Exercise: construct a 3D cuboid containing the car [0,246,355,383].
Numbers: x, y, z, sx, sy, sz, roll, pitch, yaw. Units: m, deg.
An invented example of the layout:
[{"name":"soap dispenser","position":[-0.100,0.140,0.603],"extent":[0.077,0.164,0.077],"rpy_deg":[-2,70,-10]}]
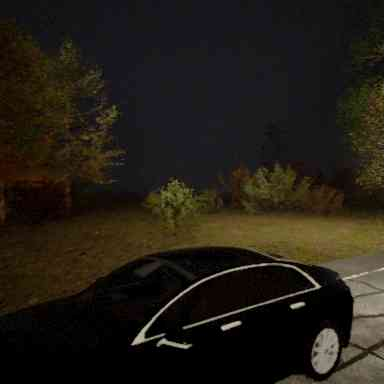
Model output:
[{"name":"car","position":[-0.055,1.492,3.955],"extent":[4.892,1.490,1.837],"rpy_deg":[0,0,-33]}]
